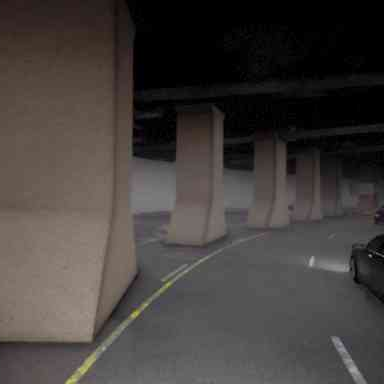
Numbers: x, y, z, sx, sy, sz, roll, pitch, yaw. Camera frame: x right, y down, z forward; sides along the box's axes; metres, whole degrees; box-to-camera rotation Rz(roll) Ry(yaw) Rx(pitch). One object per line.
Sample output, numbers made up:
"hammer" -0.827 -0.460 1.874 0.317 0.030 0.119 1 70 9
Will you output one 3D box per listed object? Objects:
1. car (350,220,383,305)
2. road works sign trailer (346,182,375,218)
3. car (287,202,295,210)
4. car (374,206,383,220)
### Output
"car" 4.662 1.580 6.877 1.837 1.490 4.892 0 0 14
"road works sign trailer" 17.414 0.755 33.867 2.880 3.560 2.380 1 0 -43
"car" 15.072 1.800 45.865 4.674 1.442 1.812 1 0 -42
"car" 15.835 1.805 26.336 2.033 1.411 5.357 1 0 39
